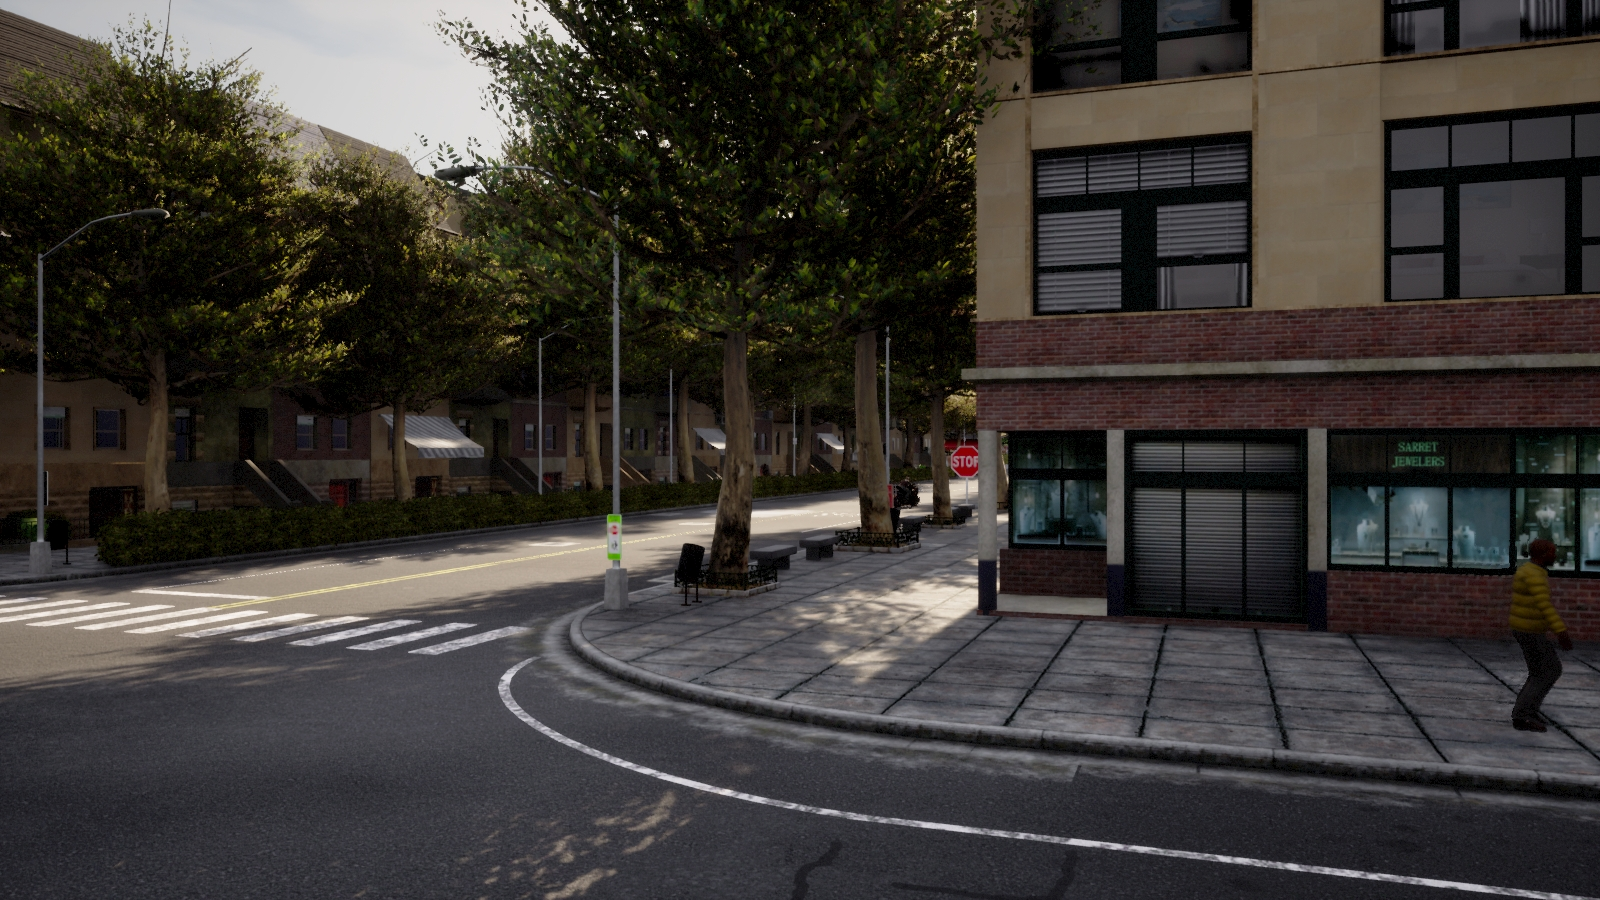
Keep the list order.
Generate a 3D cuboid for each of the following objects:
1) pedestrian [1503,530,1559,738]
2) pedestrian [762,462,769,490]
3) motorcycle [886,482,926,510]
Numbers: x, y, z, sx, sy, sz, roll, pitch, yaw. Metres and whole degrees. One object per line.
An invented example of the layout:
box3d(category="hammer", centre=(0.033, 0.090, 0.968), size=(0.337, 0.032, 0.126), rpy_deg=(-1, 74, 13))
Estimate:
box3d(category="pedestrian", centre=(6.824, 1.695, 10.674), size=(0.375, 1.860, 0.375), rpy_deg=(0, 0, 21))
box3d(category="pedestrian", centre=(-2.271, 1.707, 75.762), size=(0.375, 1.860, 0.375), rpy_deg=(0, 0, 19))
box3d(category="motorcycle", centre=(5.154, 2.210, 55.414), size=(0.867, 1.251, 2.209), rpy_deg=(2, 1, 38))
